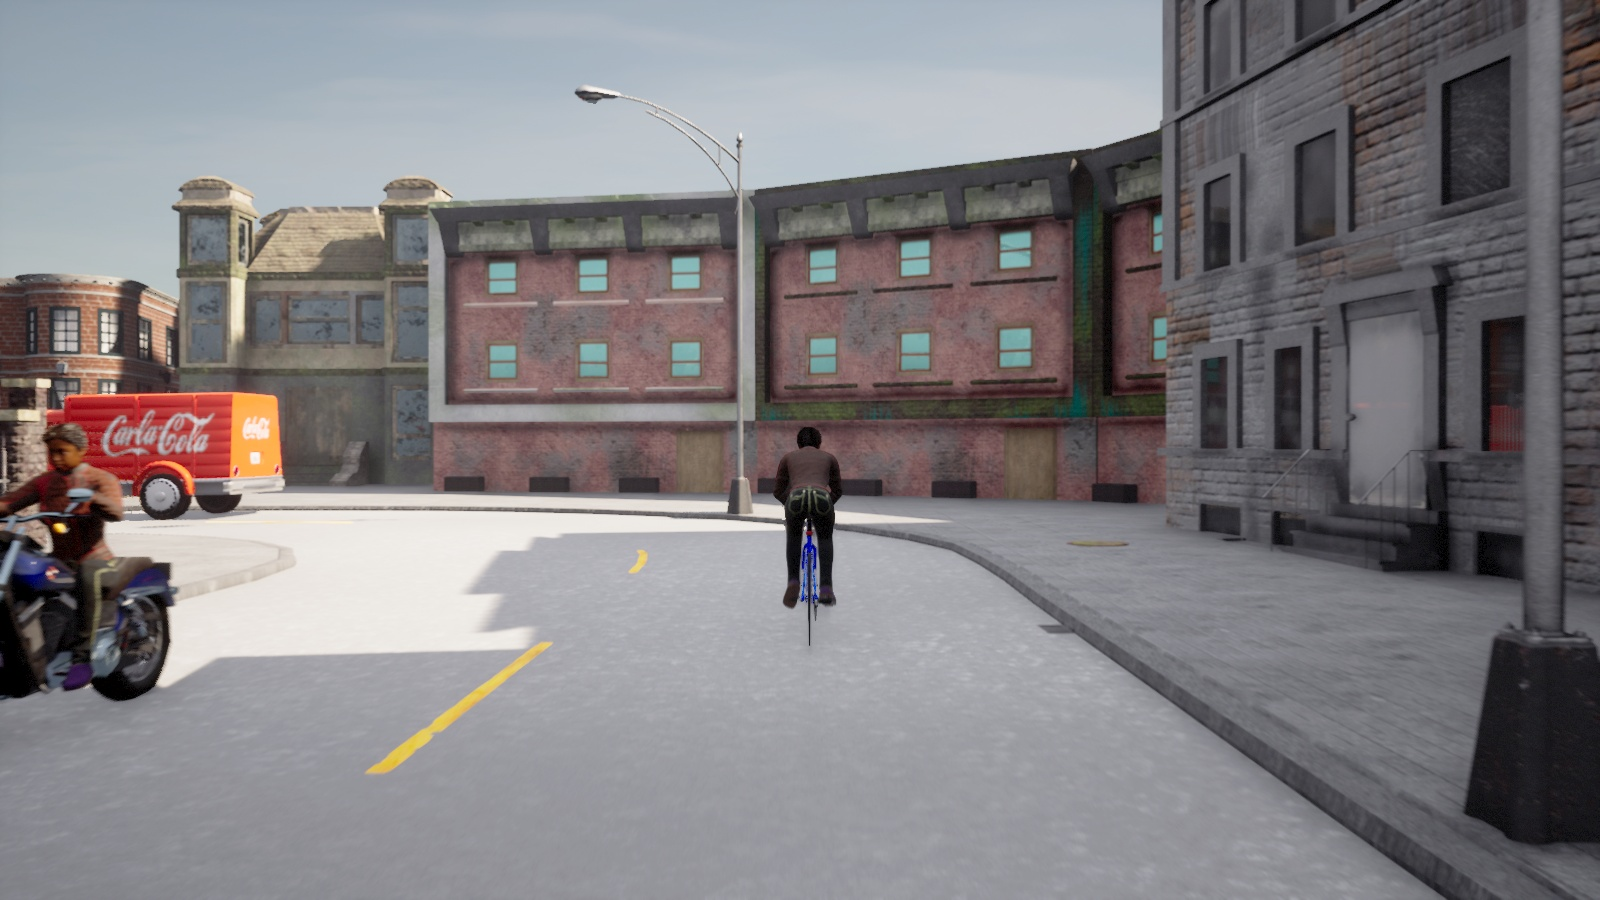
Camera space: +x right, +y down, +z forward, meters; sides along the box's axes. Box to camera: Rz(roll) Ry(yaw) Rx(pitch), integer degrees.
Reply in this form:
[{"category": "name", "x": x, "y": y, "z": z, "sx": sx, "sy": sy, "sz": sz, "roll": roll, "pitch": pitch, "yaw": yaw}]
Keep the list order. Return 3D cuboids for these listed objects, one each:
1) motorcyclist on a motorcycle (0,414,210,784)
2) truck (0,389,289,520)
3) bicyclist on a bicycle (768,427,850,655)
[{"category": "motorcyclist on a motorcycle", "x": -3.938, "y": 0.658, "z": 6.365, "sx": 0.766, "sy": 1.649, "sz": 2.350, "roll": 0, "pitch": 0, "yaw": 1}, {"category": "truck", "x": -13.593, "y": 0.090, "z": 25.601, "sx": 5.204, "sy": 2.467, "sz": 2.627, "roll": -1, "pitch": 0, "yaw": 1}, {"category": "bicyclist on a bicycle", "x": 0.071, "y": 0.644, "z": 9.755, "sx": 0.582, "sy": 1.620, "sz": 1.656, "roll": 0, "pitch": 0, "yaw": 0}]
